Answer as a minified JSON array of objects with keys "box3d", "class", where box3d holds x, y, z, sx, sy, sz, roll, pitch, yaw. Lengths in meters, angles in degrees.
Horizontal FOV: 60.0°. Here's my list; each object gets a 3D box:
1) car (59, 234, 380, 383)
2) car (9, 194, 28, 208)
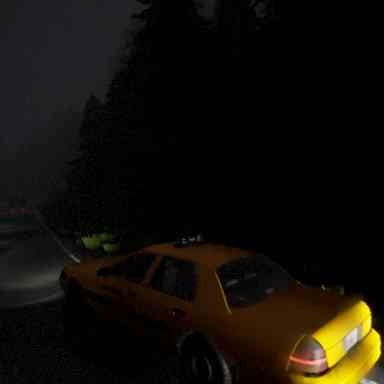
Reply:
[{"box3d":[-0.235,1.415,5.109,5.366,1.575,1.801,1,1,45],"class":"car"},{"box3d":[-20.964,1.037,40.171,2.128,1.511,4.902,-2,2,-26],"class":"car"}]
